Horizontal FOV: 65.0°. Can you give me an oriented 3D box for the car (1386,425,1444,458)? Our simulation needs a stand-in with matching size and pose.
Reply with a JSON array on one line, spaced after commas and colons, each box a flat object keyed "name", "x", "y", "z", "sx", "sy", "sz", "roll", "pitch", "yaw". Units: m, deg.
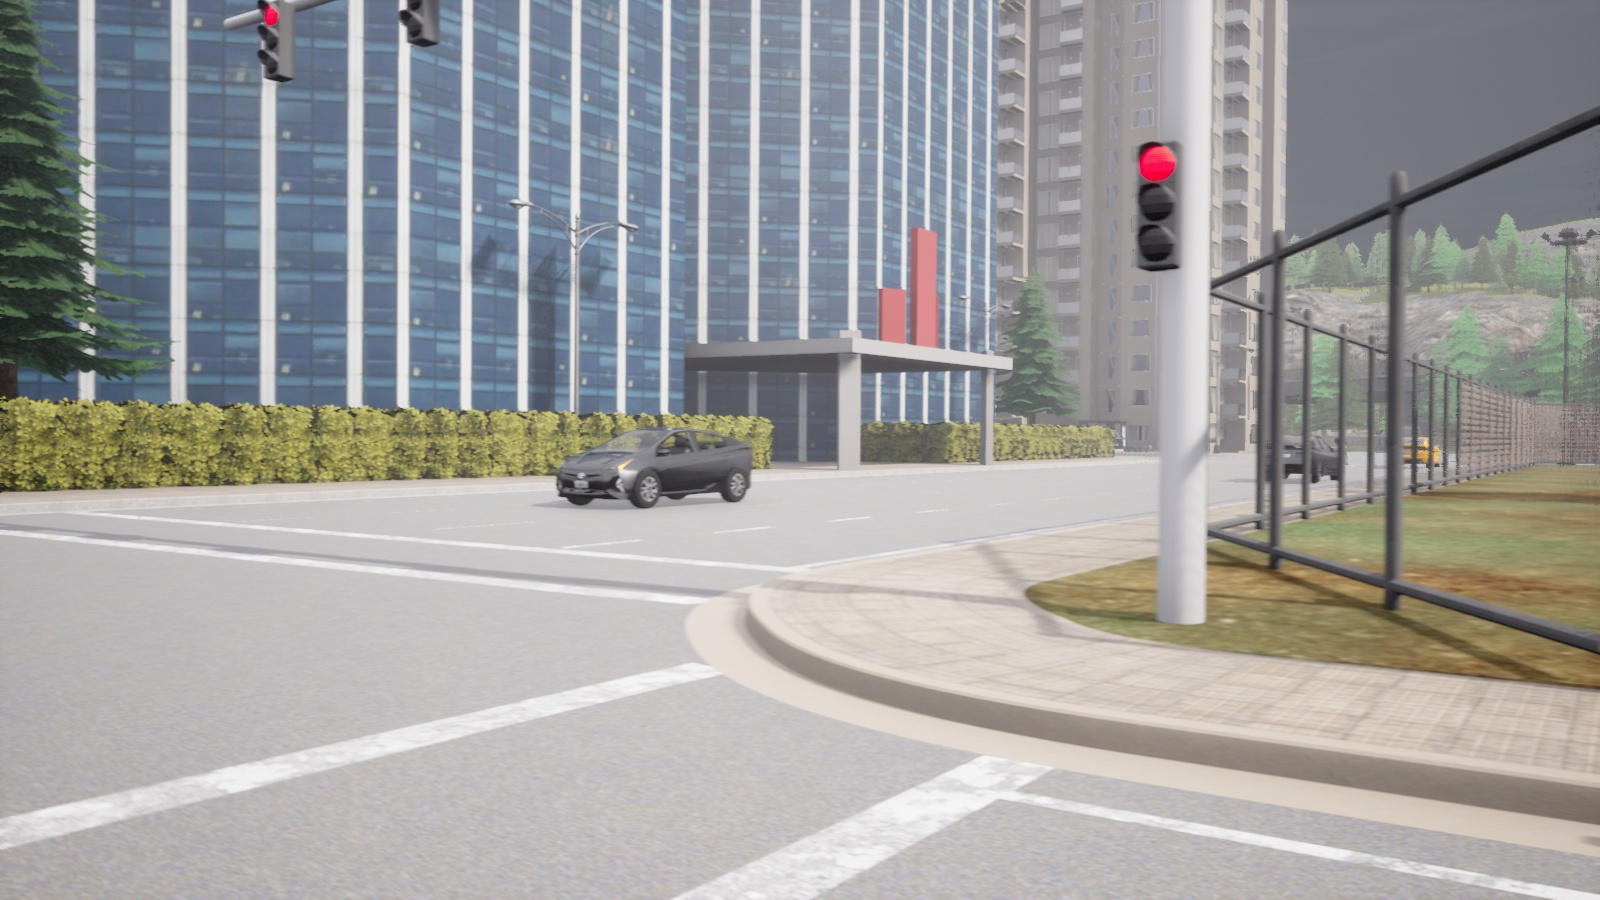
[{"name": "car", "x": 30.162, "y": -0.453, "z": 61.493, "sx": 1.882, "sy": 1.535, "sz": 5.008, "roll": 0, "pitch": 1, "yaw": 34}]

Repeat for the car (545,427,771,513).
[{"name": "car", "x": -2.699, "y": 0.324, "z": 24.921, "sx": 2.007, "sy": 1.525, "sz": 4.514, "roll": 0, "pitch": 1, "yaw": 34}]

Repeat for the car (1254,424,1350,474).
[{"name": "car", "x": 16.398, "y": -0.077, "z": 40.899, "sx": 2.007, "sy": 1.525, "sz": 4.514, "roll": 0, "pitch": 1, "yaw": 34}]
